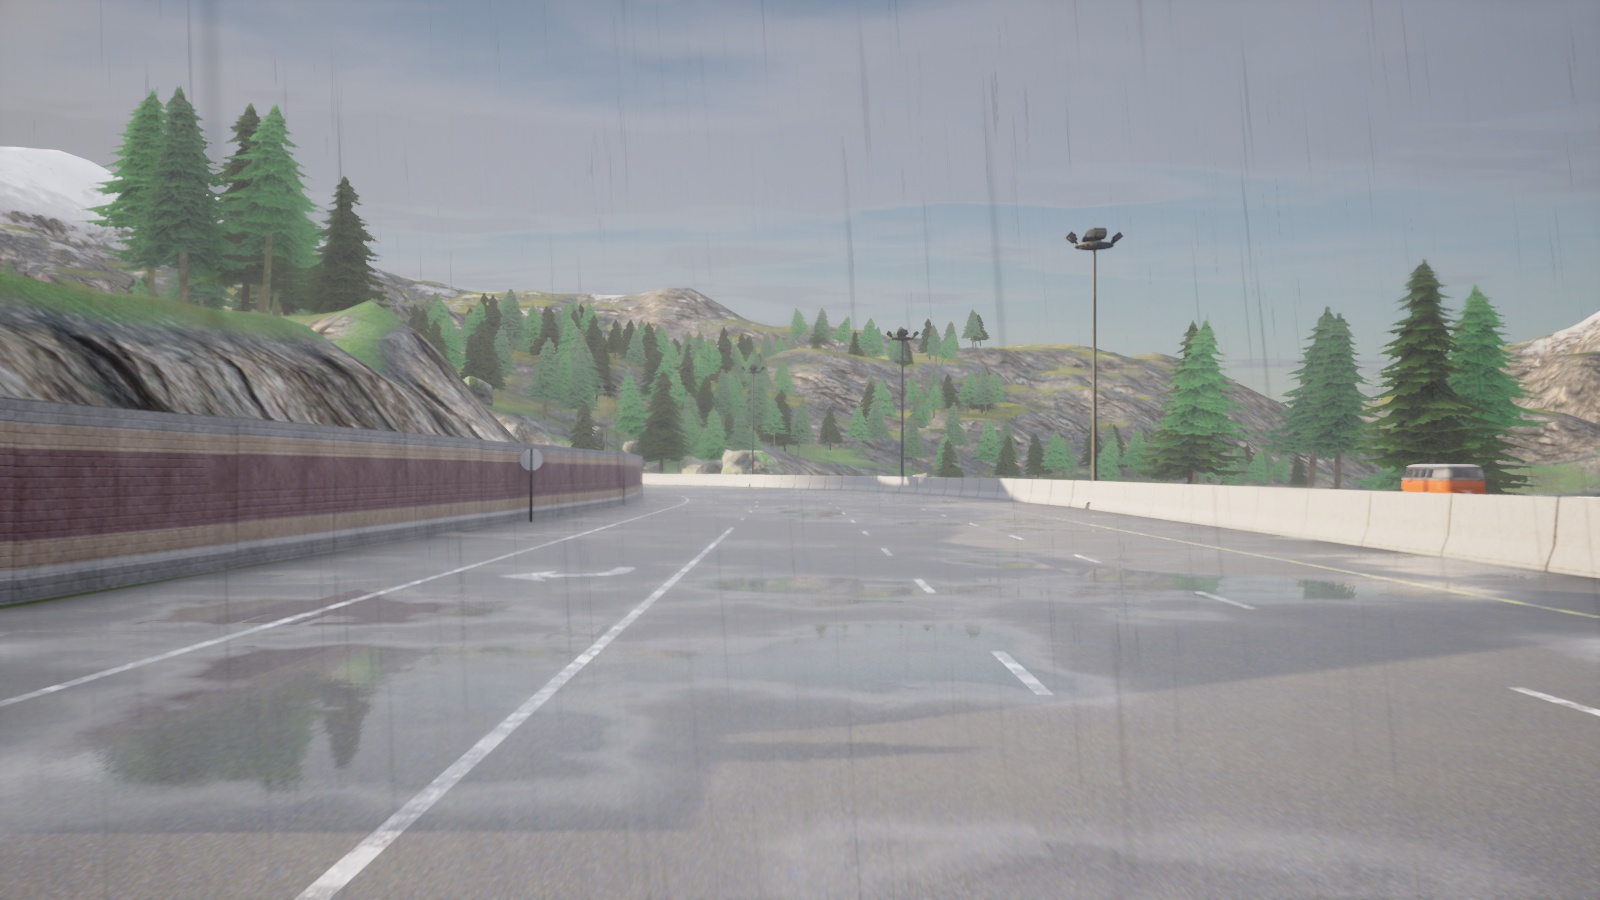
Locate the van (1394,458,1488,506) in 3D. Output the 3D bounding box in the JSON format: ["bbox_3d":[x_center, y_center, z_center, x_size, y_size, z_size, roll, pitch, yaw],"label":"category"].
[{"bbox_3d":[27.862,1.373,54.738,1.775,1.987,4.442,0,-1,0],"label":"van"}]
